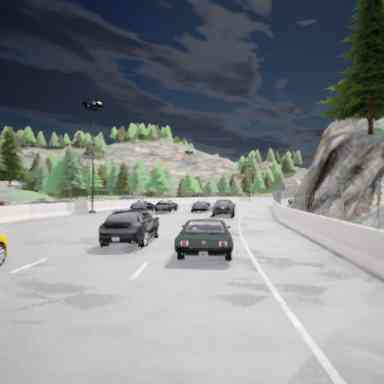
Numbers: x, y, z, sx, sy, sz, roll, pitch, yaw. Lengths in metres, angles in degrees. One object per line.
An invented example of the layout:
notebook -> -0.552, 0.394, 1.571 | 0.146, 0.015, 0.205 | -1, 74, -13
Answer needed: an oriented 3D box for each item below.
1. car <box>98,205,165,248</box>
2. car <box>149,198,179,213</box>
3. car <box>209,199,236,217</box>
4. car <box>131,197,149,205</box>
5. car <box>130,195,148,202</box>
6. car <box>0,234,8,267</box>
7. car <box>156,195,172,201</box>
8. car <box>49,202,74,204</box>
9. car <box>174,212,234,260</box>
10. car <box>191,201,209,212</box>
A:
car -> -2.686, 1.546, 15.085 | 1.837, 1.490, 4.892 | 0, 0, 5
car -> -2.883, 1.619, 38.510 | 2.128, 1.511, 4.902 | 0, 0, 12
car -> 3.254, 1.499, 32.891 | 2.097, 1.767, 4.553 | 0, 0, 10
car -> -5.995, 1.678, 40.530 | 1.994, 1.385, 4.181 | 0, 0, 12
car -> -12.541, 1.566, 78.964 | 1.882, 1.535, 5.008 | 0, 0, 21
car -> -6.693, 1.464, 8.292 | 1.882, 1.535, 5.008 | 0, 0, 3
car -> -7.003, 1.477, 83.110 | 1.812, 1.442, 4.674 | 0, 0, 24
car -> -16.716, 1.593, 41.553 | 2.033, 1.411, 5.357 | 0, 0, 12
car -> 0.531, 1.653, 12.649 | 1.895, 1.301, 4.718 | 0, 0, 4
car -> 1.251, 1.728, 40.888 | 1.994, 1.385, 4.181 | 0, 0, 13
